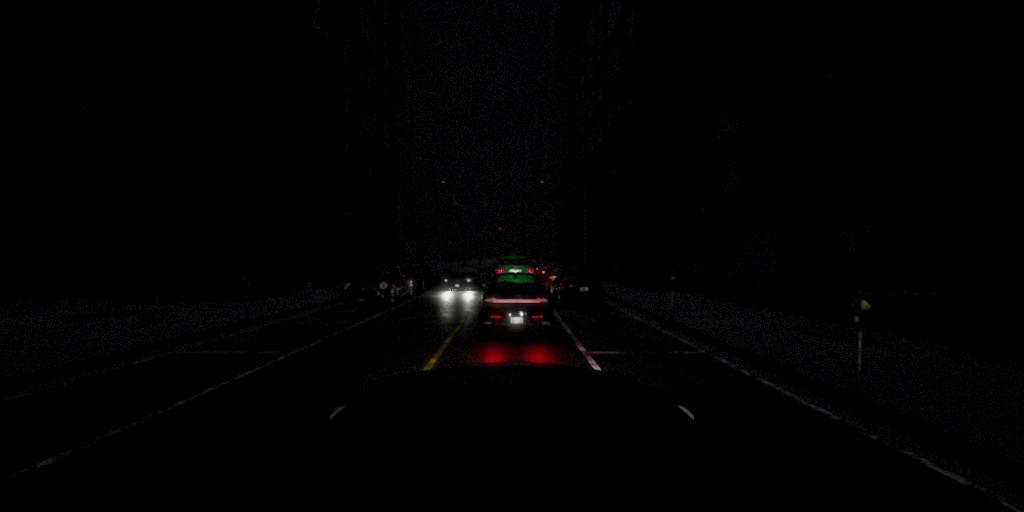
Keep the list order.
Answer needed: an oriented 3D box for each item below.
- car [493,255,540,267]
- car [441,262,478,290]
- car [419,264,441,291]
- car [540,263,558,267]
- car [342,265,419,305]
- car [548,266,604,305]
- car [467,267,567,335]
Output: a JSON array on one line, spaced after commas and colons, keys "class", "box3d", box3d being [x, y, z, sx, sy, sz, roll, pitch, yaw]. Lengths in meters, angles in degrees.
[{"class": "car", "box3d": [0.119, 0.949, 20.400, 2.150, 2.045, 5.566, 0, 0, -1]}, {"class": "car", "box3d": [-3.045, 1.273, 22.701, 2.033, 1.411, 5.357, 0, 0, 0]}, {"class": "car", "box3d": [-5.746, 1.293, 21.260, 1.948, 1.339, 4.313, 0, 0, 0]}, {"class": "car", "box3d": [2.780, 1.272, 21.251, 1.888, 1.381, 4.507, 0, 0, 0]}, {"class": "car", "box3d": [-5.751, 1.173, 15.755, 1.967, 1.591, 4.097, 0, 0, 0]}, {"class": "car", "box3d": [2.774, 1.299, 15.747, 1.948, 1.339, 4.313, 0, 0, 0]}, {"class": "car", "box3d": [0.108, 1.230, 10.481, 2.128, 1.511, 4.902, 0, 0, 0]}]
